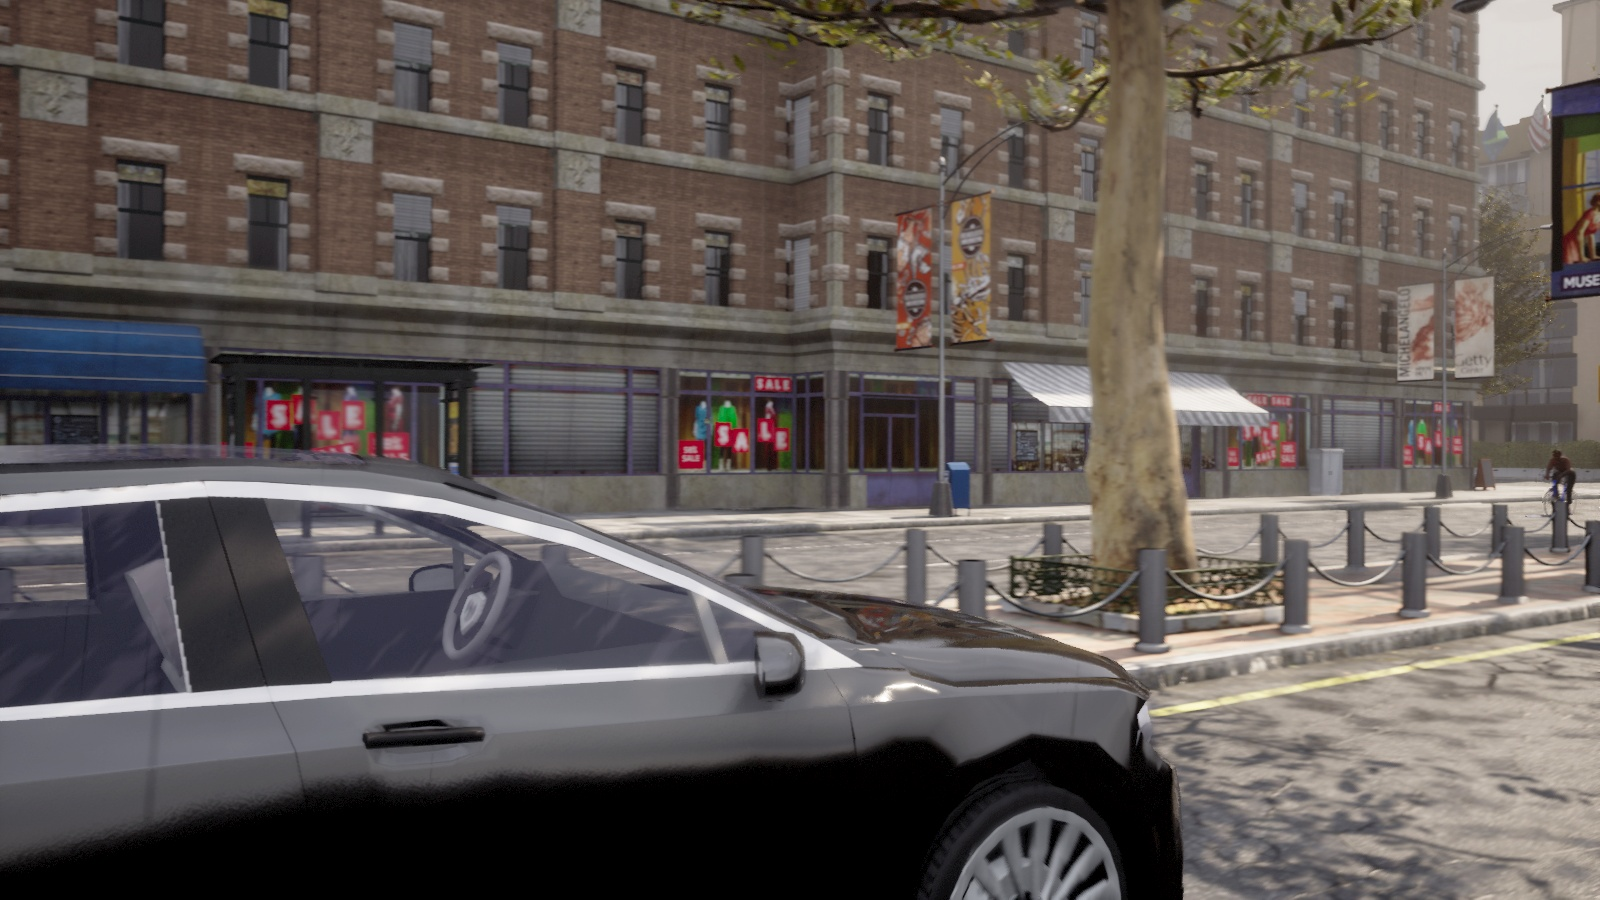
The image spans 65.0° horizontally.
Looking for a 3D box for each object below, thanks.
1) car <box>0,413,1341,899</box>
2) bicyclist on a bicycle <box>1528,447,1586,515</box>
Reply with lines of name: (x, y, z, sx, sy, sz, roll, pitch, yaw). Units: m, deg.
car: (-1.168, 0.710, 2.846, 4.902, 1.511, 2.128, 0, 0, -35)
bicyclist on a bicycle: (18.356, 0.733, 30.447, 1.656, 1.620, 0.582, 0, 0, -35)
